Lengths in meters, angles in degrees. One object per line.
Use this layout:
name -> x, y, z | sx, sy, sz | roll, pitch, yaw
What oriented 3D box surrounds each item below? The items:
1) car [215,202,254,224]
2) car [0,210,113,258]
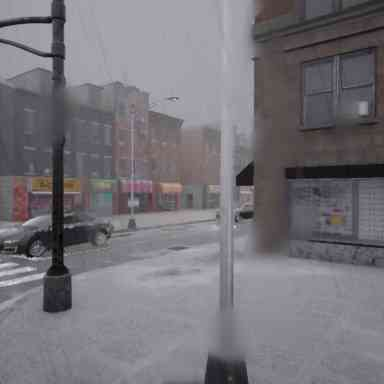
car -> 3.612, 1.565, 26.001 | 2.128, 1.511, 4.902 | 0, 0, 36
car -> -5.304, 1.528, 13.136 | 1.837, 1.490, 4.892 | 0, 0, 32
